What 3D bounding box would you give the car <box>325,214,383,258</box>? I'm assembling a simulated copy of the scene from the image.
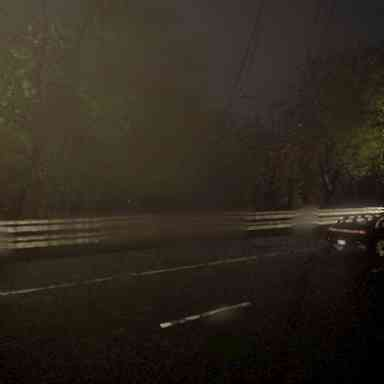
[{"bbox_3d":[7.414,1.642,13.504,4.902,1.511,2.128,1,0,-36],"label":"car"}]
